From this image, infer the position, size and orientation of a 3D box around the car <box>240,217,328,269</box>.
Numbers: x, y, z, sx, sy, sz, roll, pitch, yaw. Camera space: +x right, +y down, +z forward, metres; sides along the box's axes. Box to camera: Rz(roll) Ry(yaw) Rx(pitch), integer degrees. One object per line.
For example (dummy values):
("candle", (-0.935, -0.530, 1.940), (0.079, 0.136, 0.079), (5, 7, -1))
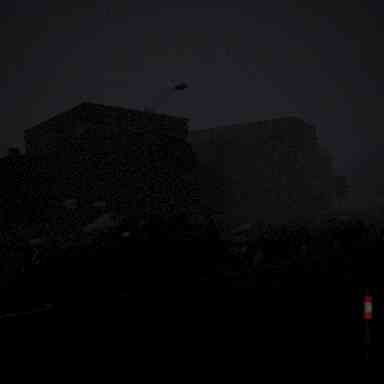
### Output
("car", (2.759, 1.818, 12.720), (4.892, 1.521, 2.231), (2, 1, -40))

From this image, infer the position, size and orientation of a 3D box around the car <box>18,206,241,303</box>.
("car", (-1.611, 1.465, 9.185), (5.566, 2.045, 2.435), (2, 1, -38))

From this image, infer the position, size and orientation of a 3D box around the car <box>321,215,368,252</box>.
("car", (6.985, 1.919, 16.380), (4.892, 1.521, 2.231), (2, 1, -41))
